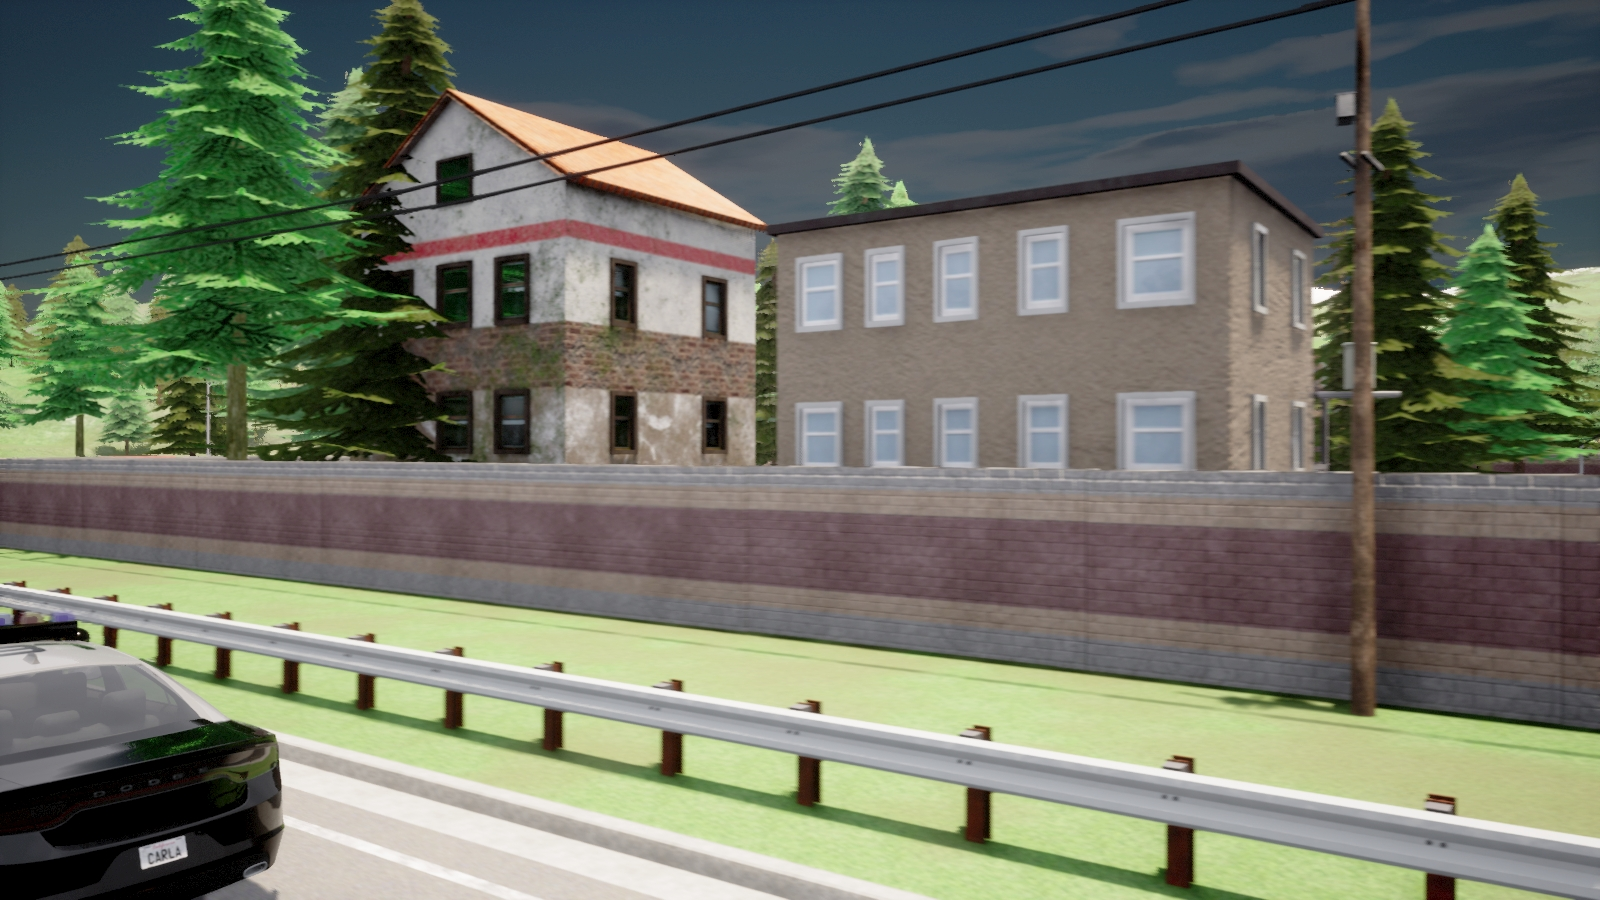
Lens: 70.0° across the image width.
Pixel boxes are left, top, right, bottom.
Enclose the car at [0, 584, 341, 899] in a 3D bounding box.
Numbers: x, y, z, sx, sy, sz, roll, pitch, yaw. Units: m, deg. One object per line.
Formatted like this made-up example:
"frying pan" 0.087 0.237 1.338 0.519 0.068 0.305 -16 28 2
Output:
"car" -5.575 1.982 7.689 5.238 1.638 2.097 0 0 35
